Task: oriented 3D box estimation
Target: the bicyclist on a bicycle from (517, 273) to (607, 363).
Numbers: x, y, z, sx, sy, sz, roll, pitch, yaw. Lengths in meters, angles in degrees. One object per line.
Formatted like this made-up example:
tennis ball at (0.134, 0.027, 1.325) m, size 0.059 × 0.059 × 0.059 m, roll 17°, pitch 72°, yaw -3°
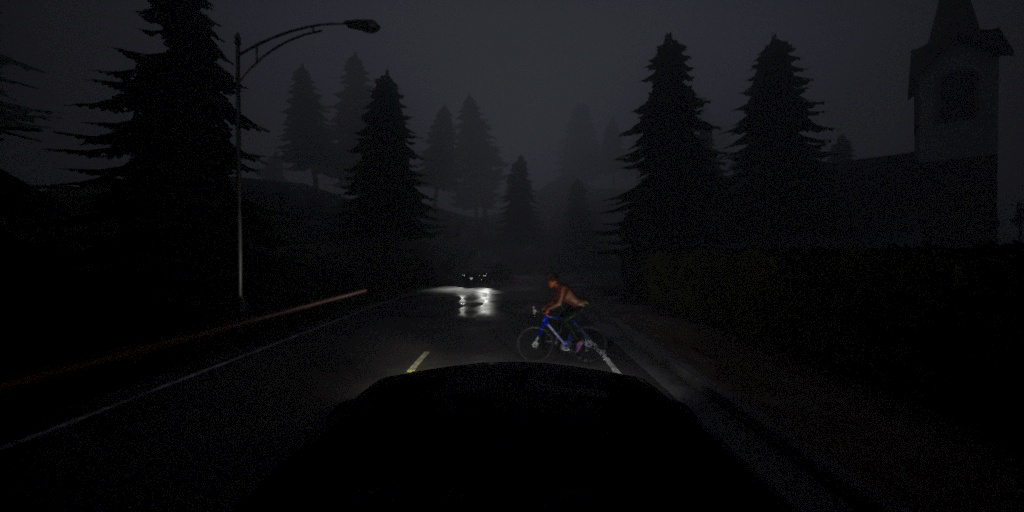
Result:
bicyclist on a bicycle at (0.900, 1.140, 6.484) m, size 1.656 × 1.620 × 0.582 m, roll 0°, pitch 1°, yaw 0°

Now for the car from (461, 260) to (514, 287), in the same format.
car at (-1.423, 1.047, 22.721) m, size 1.837 × 1.490 × 4.892 m, roll 0°, pitch 0°, yaw 22°
